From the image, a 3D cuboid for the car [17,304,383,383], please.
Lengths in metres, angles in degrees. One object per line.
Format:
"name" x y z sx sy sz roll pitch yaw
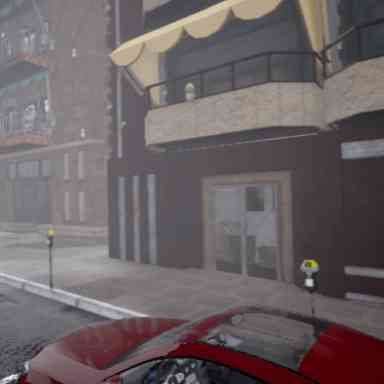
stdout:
"car" 0.350 1.582 2.495 4.206 1.307 1.802 0 -2 36
